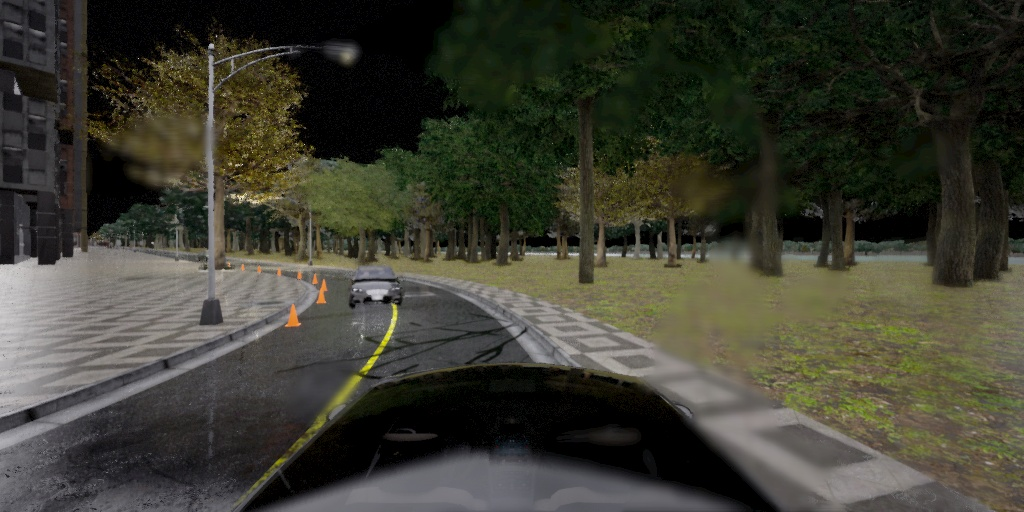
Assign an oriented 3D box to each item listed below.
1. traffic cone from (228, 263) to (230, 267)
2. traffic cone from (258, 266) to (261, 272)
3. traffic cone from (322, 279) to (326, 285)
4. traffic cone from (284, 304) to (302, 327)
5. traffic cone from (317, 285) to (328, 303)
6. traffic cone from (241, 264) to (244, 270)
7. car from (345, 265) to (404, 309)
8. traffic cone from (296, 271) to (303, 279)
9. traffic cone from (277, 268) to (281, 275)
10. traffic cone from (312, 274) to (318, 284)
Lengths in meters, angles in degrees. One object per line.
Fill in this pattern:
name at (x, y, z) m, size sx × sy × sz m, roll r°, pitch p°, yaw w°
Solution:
traffic cone at (-30.523, 0.981, 38.677) m, size 0.340 × 0.580 × 0.340 m, roll 0°, pitch 0°, yaw 39°
traffic cone at (-22.795, 1.177, 32.332) m, size 0.340 × 0.580 × 0.340 m, roll 0°, pitch 0°, yaw 39°
traffic cone at (-9.771, 1.509, 18.633) m, size 0.340 × 0.580 × 0.340 m, roll 0°, pitch 0°, yaw -30°
traffic cone at (-6.148, 1.656, 10.075) m, size 0.340 × 0.580 × 0.340 m, roll 0°, pitch 0°, yaw -16°
traffic cone at (-7.688, 1.588, 14.468) m, size 0.340 × 0.580 × 0.340 m, roll 0°, pitch 0°, yaw -23°
traffic cone at (-26.659, 1.084, 35.506) m, size 0.340 × 0.580 × 0.340 m, roll 0°, pitch 0°, yaw 39°
car at (-5.599, 1.134, 14.630) m, size 2.128 × 1.511 × 4.902 m, roll 0°, pitch 1°, yaw -23°
traffic cone at (-15.416, 1.351, 26.015) m, size 0.340 × 0.580 × 0.340 m, roll 0°, pitch 0°, yaw -45°
traffic cone at (-18.931, 1.268, 29.159) m, size 0.340 × 0.580 × 0.340 m, roll 0°, pitch 0°, yaw 39°
traffic cone at (-12.360, 1.430, 22.503) m, size 0.340 × 0.580 × 0.340 m, roll 0°, pitch 0°, yaw -37°
